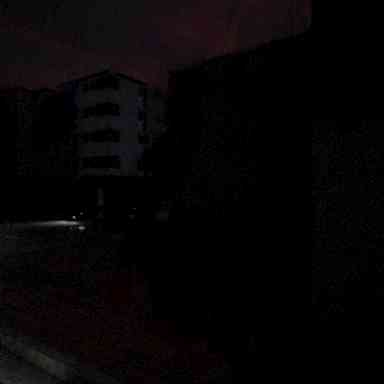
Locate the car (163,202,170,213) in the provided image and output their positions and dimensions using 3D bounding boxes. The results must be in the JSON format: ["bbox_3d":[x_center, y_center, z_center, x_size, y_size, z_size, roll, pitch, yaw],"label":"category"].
[{"bbox_3d":[-0.884,1.193,33.453,2.097,1.767,4.553,0,0,36],"label":"car"}]

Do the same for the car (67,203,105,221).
[{"bbox_3d":[-6.684,1.389,25.384,2.033,1.411,5.357,0,0,36],"label":"car"}]
